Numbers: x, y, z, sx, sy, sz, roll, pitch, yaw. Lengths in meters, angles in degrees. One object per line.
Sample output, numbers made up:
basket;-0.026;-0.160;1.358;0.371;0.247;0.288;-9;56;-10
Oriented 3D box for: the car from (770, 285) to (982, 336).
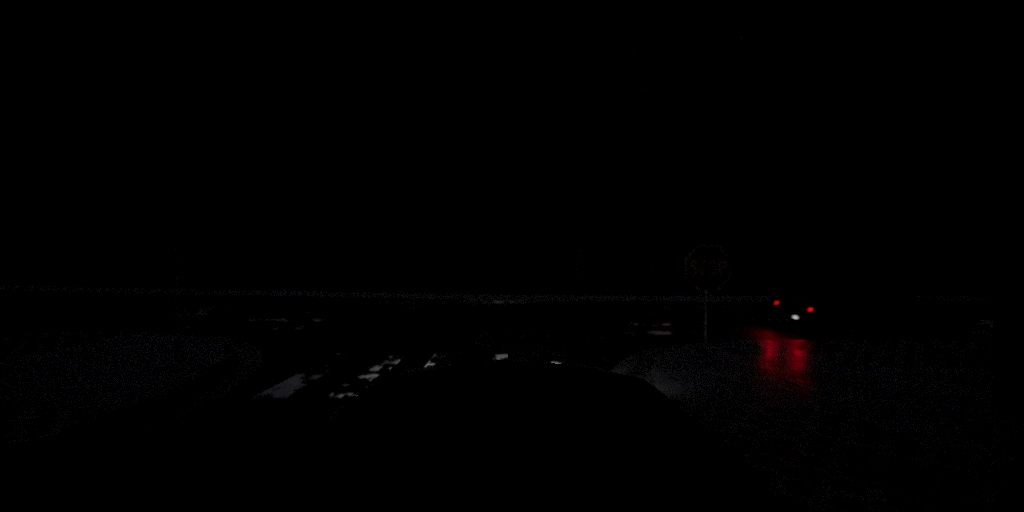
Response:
car;10.714;1.548;10.760;4.718;1.301;1.895;0;1;0
